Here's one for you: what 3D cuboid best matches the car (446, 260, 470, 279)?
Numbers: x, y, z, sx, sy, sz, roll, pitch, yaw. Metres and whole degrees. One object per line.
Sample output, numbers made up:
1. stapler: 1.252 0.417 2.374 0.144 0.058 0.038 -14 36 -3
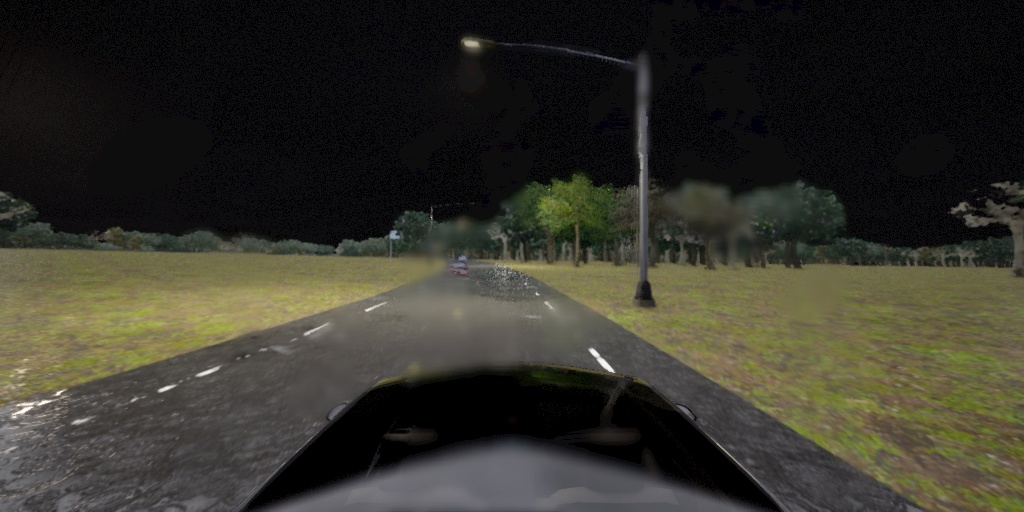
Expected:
1. car: -4.854 1.342 32.731 1.994 1.385 4.181 0 0 -4
